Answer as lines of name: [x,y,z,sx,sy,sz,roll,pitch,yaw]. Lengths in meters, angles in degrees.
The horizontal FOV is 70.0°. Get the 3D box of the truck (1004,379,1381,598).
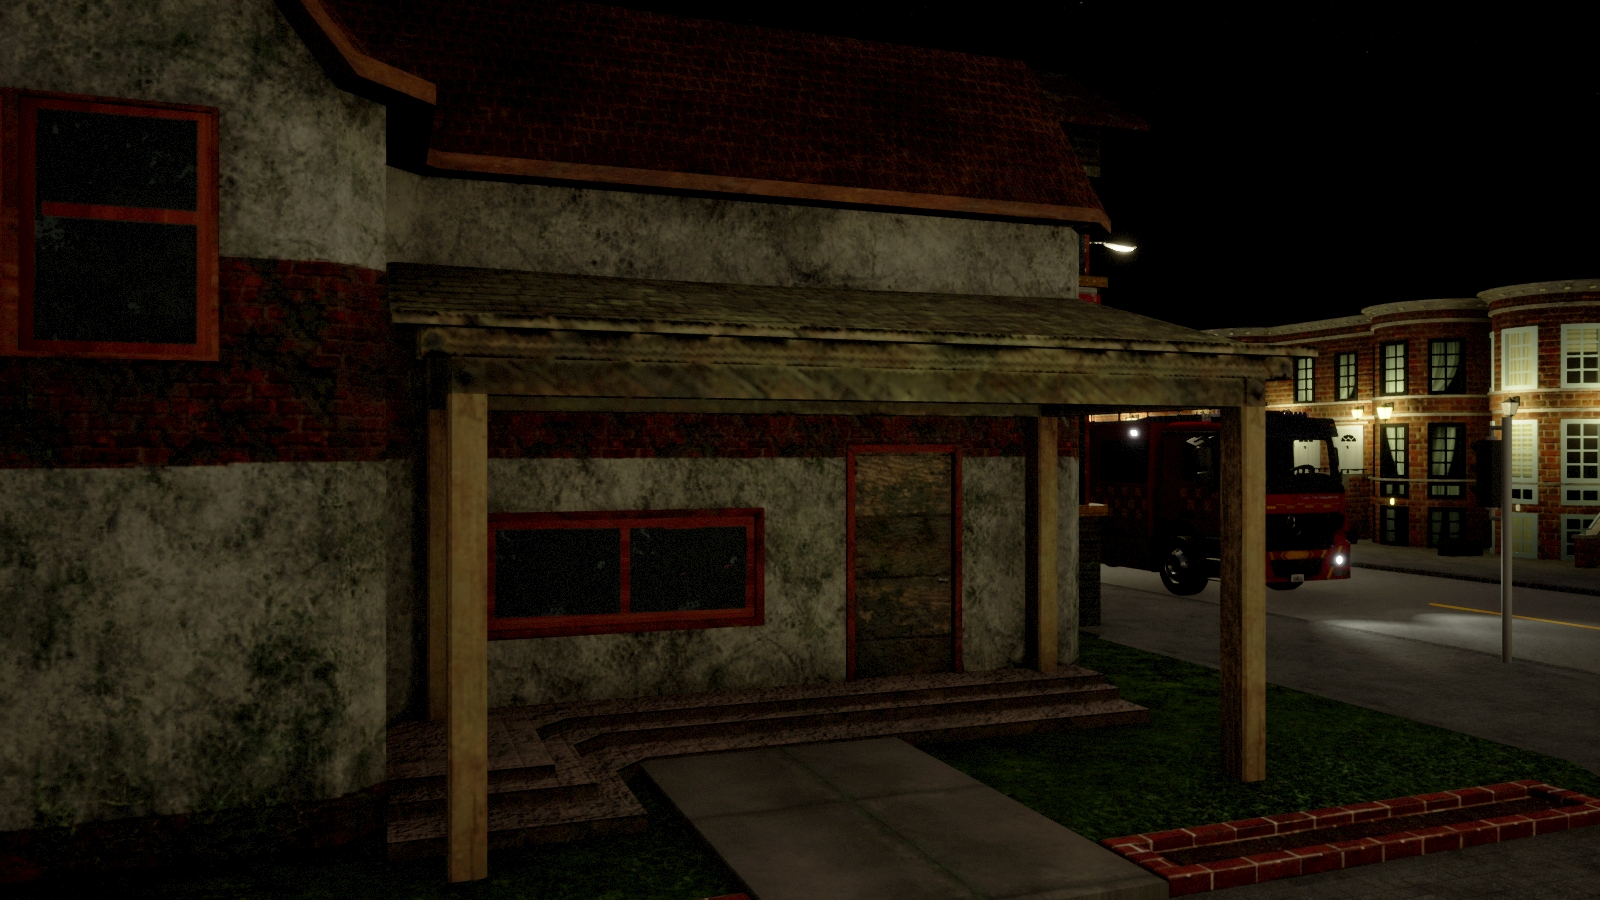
truck: [7.818,0.670,24.411,2.891,3.827,8.468,0,0,-20]
